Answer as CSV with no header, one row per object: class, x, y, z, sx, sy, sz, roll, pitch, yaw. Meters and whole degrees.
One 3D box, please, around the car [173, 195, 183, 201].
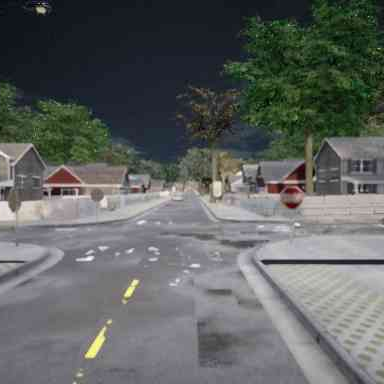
car,-2.759,1.200,65.665,1.895,1.301,4.718,0,0,0
